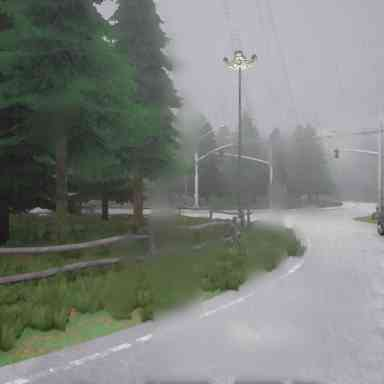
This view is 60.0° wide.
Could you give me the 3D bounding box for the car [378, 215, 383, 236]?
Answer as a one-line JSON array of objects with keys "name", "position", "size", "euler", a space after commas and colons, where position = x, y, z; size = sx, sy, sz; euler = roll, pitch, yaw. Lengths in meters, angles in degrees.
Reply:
[{"name": "car", "position": [10.250, 1.352, 15.377], "size": [2.097, 1.767, 4.553], "euler": [0, 0, 15]}]
